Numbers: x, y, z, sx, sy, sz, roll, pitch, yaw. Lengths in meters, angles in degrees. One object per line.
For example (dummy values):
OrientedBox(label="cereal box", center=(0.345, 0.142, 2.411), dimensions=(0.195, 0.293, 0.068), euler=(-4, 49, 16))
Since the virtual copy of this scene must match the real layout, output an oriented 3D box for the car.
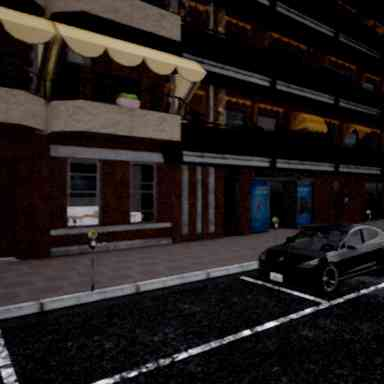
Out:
OrientedBox(label="car", center=(3.664, 1.517, 8.704), dimensions=(4.313, 1.339, 1.947), euler=(0, 1, -35))
